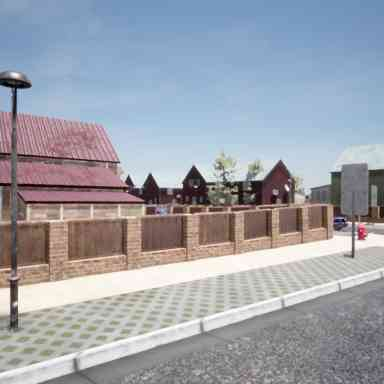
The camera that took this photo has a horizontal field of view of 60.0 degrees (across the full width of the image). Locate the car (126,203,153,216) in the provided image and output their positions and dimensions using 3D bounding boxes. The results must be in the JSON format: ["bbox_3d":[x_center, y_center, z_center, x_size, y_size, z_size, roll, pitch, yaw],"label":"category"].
[{"bbox_3d":[-7.921,2.608,49.752,2.097,1.767,4.553,1,-2,-35],"label":"car"}]

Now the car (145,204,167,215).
[{"bbox_3d":[-3.650,2.227,38.811,2.097,1.767,4.553,1,-2,-36],"label":"car"}]

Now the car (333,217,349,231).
[{"bbox_3d":[8.013,1.923,22.620,1.895,1.301,4.718,1,-2,-36],"label":"car"}]
